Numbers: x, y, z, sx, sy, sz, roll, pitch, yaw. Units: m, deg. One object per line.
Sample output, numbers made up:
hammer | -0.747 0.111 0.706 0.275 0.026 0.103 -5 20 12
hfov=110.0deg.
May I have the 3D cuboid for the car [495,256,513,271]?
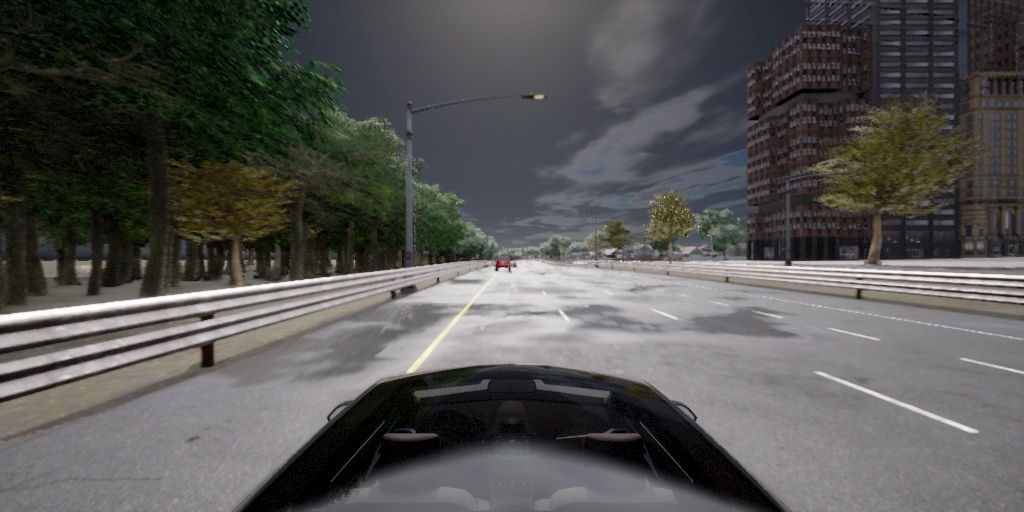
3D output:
car | -1.233 1.078 50.760 2.150 2.045 5.566 0 -1 0
